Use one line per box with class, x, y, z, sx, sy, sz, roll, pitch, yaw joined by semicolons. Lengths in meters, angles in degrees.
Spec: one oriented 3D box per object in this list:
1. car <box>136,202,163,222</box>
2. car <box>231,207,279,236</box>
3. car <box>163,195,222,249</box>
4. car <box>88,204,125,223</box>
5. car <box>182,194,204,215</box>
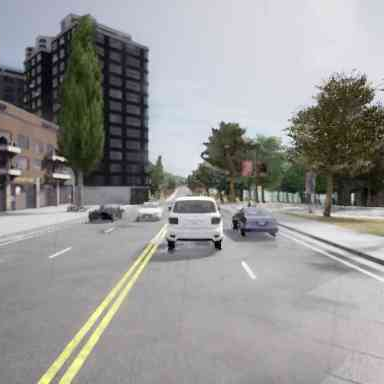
car;-3.336;1.557;26.902;1.812;1.442;4.674;0;0;0
car;3.350;1.557;18.480;2.033;1.411;5.357;0;0;0
car;0.100;1.227;14.803;2.150;2.045;5.566;0;0;0
car;-6.599;1.629;25.999;1.895;1.301;4.718;0;0;0
car;0.100;1.295;36.559;2.150;2.045;5.566;0;0;0
